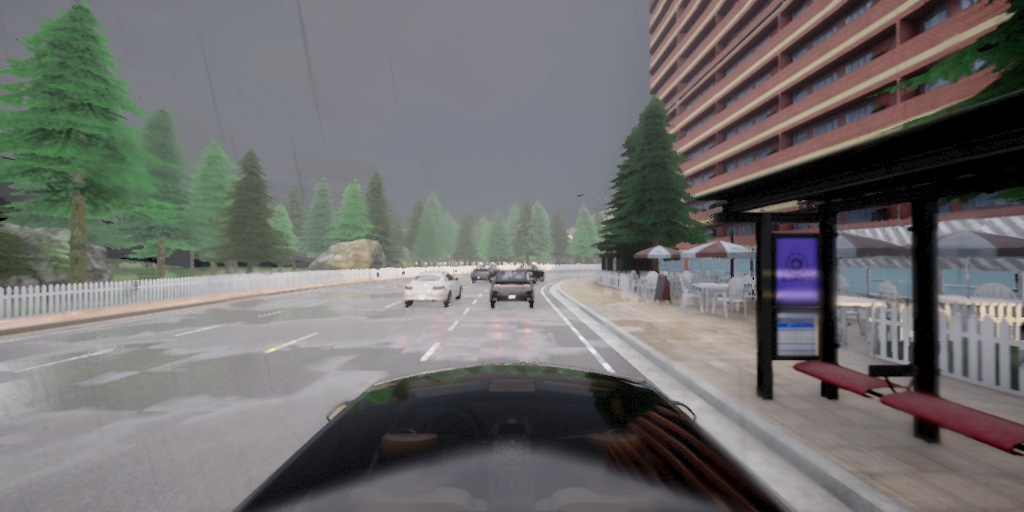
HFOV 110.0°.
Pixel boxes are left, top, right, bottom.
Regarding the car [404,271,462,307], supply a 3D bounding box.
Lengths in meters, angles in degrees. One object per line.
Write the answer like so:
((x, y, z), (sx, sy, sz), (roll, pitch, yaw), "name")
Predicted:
((-3.472, 1.412, 16.229), (1.812, 1.442, 4.674), (0, 0, 1), "car")

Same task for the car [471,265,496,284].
((-1.903, 1.514, 30.500), (2.128, 1.511, 4.902), (0, 0, 17), "car")

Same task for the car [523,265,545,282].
((1.468, 1.505, 29.559), (2.128, 1.511, 4.902), (0, 0, 17), "car")

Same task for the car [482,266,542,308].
((0.024, 1.379, 16.142), (2.128, 1.511, 4.902), (0, 0, 1), "car")

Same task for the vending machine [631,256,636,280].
((12.896, 1.308, 40.174), (1.100, 2.100, 0.880), (0, 0, 43), "vending machine")
